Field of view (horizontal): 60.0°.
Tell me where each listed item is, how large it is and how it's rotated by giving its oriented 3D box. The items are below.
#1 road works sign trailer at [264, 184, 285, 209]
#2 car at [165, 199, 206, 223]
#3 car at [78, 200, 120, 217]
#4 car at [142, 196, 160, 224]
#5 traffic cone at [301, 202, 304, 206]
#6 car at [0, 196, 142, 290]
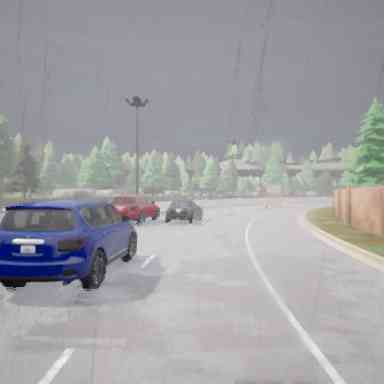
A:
[{"bbox_3d":[12.053,0.595,48.646,2.380,3.560,2.880,0,0,34],"label":"road works sign trailer"},{"bbox_3d":[-0.494,1.421,26.051,2.097,1.767,4.553,0,0,13],"label":"car"},{"bbox_3d":[-9.374,1.615,33.952,1.812,1.442,4.674,0,0,18],"label":"car"},{"bbox_3d":[-4.259,1.289,25.541,2.150,2.045,5.566,0,0,13],"label":"car"},{"bbox_3d":[19.664,2.115,59.194,0.340,0.580,0.340,0,0,34],"label":"traffic cone"},{"bbox_3d":[-3.129,1.246,9.345,2.150,2.045,5.566,0,0,3],"label":"car"}]
